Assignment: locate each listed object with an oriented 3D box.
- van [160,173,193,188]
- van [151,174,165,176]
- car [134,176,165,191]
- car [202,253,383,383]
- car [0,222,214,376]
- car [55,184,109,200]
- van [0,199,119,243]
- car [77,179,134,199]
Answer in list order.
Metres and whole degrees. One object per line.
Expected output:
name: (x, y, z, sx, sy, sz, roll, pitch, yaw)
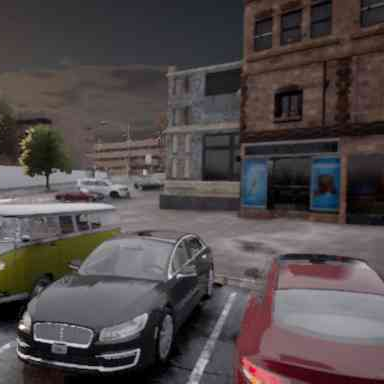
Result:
van: (-2.251, -1.724, 47.777, 4.442, 1.987, 1.878, 1, 6, 9)
van: (-3.702, -1.439, 45.134, 4.442, 1.987, 1.878, 1, 6, 9)
car: (-5.041, -0.928, 42.513, 4.892, 1.521, 2.231, 1, 6, 9)
car: (1.628, 1.522, 4.258, 2.002, 1.452, 4.674, 0, -1, 15)
car: (-0.834, 1.486, 6.003, 2.231, 1.521, 4.892, 1, -1, 15)
car: (-10.829, 0.249, 31.968, 4.674, 1.452, 2.002, 1, 6, 9)
van: (-3.345, 1.259, 7.609, 1.878, 1.987, 4.442, 1, -1, 14)
car: (-9.360, -0.326, 34.576, 5.566, 2.045, 2.435, 1, 6, 9)
